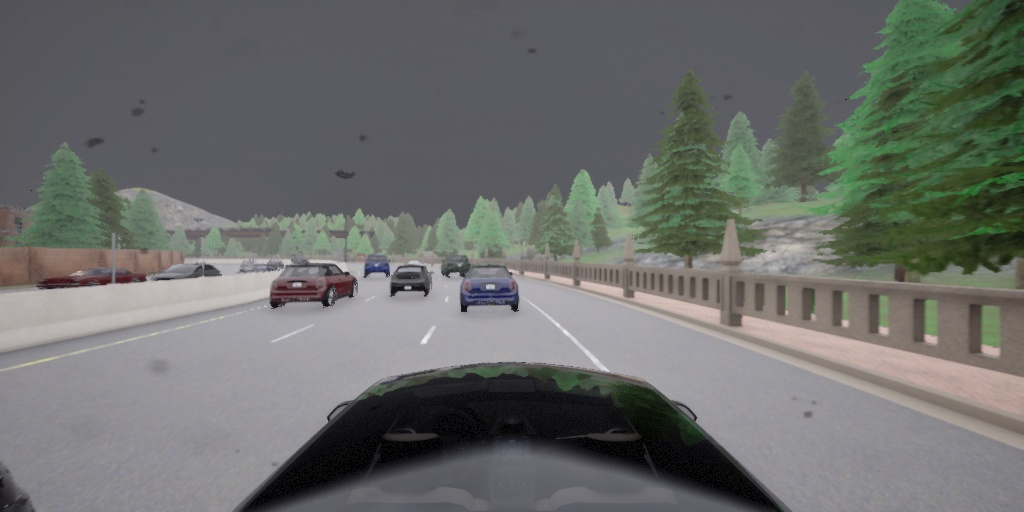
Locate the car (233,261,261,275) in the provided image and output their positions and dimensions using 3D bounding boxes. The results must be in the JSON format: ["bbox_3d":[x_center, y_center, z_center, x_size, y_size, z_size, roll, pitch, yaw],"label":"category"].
[{"bbox_3d":[-17.502,1.285,24.786,1.994,1.385,4.181,0,0,-16],"label":"car"}]

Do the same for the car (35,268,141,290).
[{"bbox_3d":[-23.527,1.338,20.303,1.895,1.301,4.718,0,0,-13],"label":"car"}]

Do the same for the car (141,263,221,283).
[{"bbox_3d":[-20.590,1.233,22.863,1.837,1.490,4.892,0,0,-15],"label":"car"}]

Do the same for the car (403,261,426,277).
[{"bbox_3d":[-9.769,1.215,35.749,1.812,1.442,4.674,0,0,-20],"label":"car"}]

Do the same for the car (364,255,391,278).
[{"bbox_3d":[-12.832,0.917,34.121,2.150,2.045,5.566,0,0,-19],"label":"car"}]

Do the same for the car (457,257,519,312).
[{"bbox_3d":[-1.014,1.076,14.370,2.097,1.767,4.553,0,0,-7],"label":"car"}]

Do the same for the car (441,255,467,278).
[{"bbox_3d":[-5.386,0.909,33.904,2.150,2.045,5.566,0,0,-18],"label":"car"}]

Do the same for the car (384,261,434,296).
[{"bbox_3d":[-5.269,1.224,19.041,1.837,1.490,4.892,0,0,-10],"label":"car"}]

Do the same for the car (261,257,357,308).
[{"bbox_3d":[-8.191,1.082,15.257,2.097,1.767,4.553,0,0,-8],"label":"car"}]
